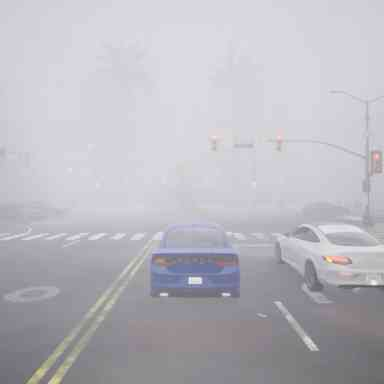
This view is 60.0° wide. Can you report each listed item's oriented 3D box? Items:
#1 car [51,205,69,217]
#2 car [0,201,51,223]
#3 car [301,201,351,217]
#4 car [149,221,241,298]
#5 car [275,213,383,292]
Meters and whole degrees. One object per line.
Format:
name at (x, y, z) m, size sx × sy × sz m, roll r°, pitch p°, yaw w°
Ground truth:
car at (-14.191, 1.548, 30.387) m, size 5.357 × 1.411 × 2.033 m, roll 0°, pitch 0°, yaw 0°
car at (-13.315, 1.564, 25.374) m, size 4.181 × 1.385 × 1.994 m, roll 0°, pitch 0°, yaw 22°
car at (12.170, 1.564, 30.359) m, size 4.181 × 1.385 × 1.994 m, roll 0°, pitch 0°, yaw 0°
car at (0.071, 1.478, 8.589) m, size 1.882 × 1.535 × 5.008 m, roll 0°, pitch 0°, yaw 0°
car at (3.572, 1.526, 8.837) m, size 1.812 × 1.442 × 4.674 m, roll 0°, pitch 0°, yaw 0°
